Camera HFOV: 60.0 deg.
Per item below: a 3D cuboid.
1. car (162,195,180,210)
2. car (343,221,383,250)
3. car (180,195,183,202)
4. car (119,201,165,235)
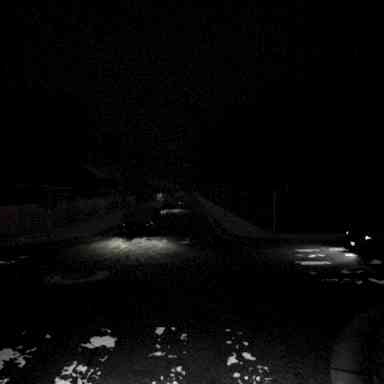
[{"bbox_3d":[-2.880,1.462,43.289,1.882,1.535,5.008,0,0,0],"label":"car"},{"bbox_3d":[8.225,1.331,11.528,5.357,1.411,2.033,-1,0,0],"label":"car"},{"bbox_3d":[-2.958,1.336,69.087,1.812,1.442,4.674,0,0,0],"label":"car"},{"bbox_3d":[-2.806,1.493,18.836,1.882,1.535,5.008,0,0,0],"label":"car"}]
